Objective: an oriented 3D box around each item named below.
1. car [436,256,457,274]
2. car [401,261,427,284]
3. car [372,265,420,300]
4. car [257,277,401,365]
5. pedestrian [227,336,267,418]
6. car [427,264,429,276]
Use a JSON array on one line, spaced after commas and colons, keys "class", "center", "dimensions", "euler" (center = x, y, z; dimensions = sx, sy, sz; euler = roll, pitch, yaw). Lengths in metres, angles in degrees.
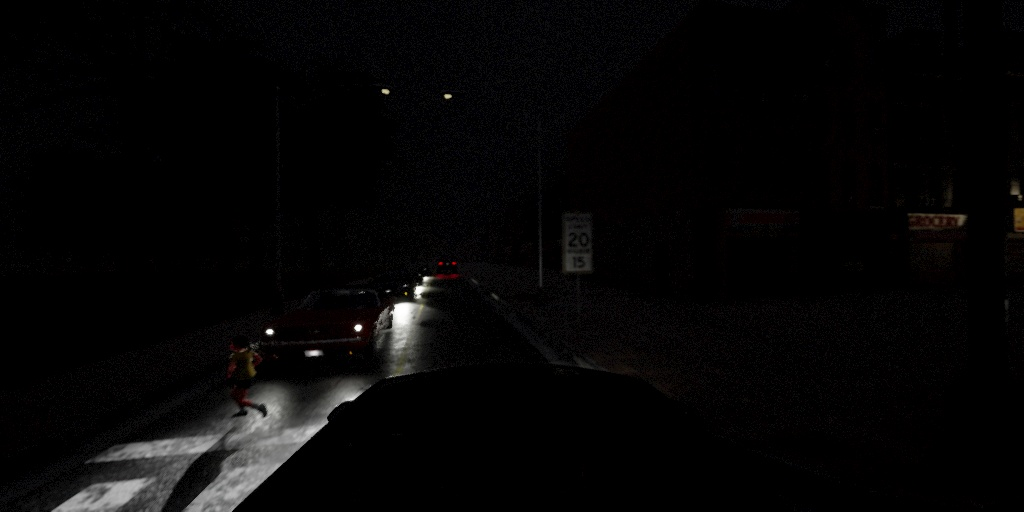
[{"class": "car", "center": [-7.659, 0.984, 42.171], "dimensions": [2.150, 2.045, 5.566], "euler": [-1, 0, -12]}, {"class": "car", "center": [-7.608, 1.238, 26.876], "dimensions": [1.882, 1.535, 5.008], "euler": [-1, 0, -11]}, {"class": "car", "center": [-5.730, 1.330, 17.436], "dimensions": [1.994, 1.385, 4.181], "euler": [-1, 0, -11]}, {"class": "car", "center": [-3.927, 1.387, 8.453], "dimensions": [1.895, 1.301, 4.718], "euler": [-1, 0, -12]}, {"class": "pedestrian", "center": [-3.389, 1.474, 4.531], "dimensions": [0.500, 1.100, 0.500], "euler": [0, 0, -11]}, {"class": "car", "center": [-9.613, 1.252, 37.120], "dimensions": [1.882, 1.535, 5.008], "euler": [-1, 0, -11]}]
